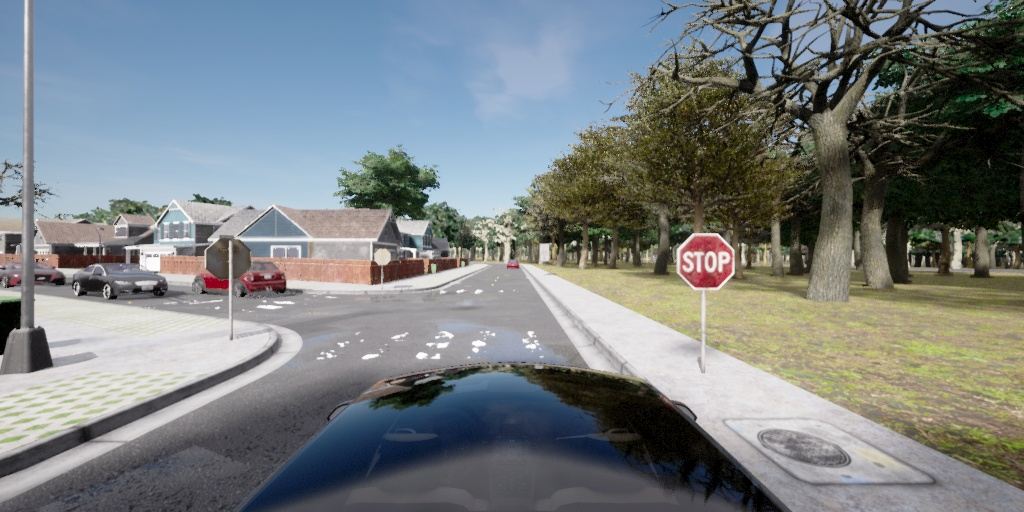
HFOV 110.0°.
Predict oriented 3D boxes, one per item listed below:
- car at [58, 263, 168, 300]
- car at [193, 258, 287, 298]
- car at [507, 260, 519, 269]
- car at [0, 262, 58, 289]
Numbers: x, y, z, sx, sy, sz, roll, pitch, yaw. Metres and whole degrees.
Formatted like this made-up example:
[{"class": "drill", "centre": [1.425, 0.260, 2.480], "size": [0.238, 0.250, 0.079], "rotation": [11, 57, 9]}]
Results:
[{"class": "car", "centre": [-17.819, 1.083, 16.294], "size": [4.902, 1.511, 2.128], "rotation": [1, 0, 23]}, {"class": "car", "centre": [-13.295, 0.982, 17.523], "size": [4.553, 1.767, 2.097], "rotation": [1, 0, 24]}, {"class": "car", "centre": [0.163, 1.375, 58.126], "size": [1.994, 1.385, 4.181], "rotation": [0, 0, 1]}, {"class": "car", "centre": [-27.933, 1.060, 20.664], "size": [4.181, 1.385, 1.994], "rotation": [1, 0, 23]}]
